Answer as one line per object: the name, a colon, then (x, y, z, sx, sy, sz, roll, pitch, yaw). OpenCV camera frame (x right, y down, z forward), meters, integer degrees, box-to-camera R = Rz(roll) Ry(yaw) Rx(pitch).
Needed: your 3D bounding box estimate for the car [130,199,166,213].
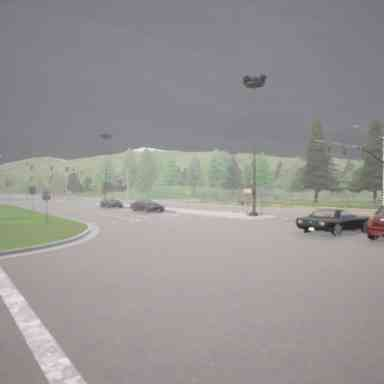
car: (-4.898, 1.484, 35.872, 2.033, 1.411, 5.357, 0, 0, -35)

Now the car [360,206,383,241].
car: (10.165, 1.354, 15.523, 4.553, 1.767, 2.097, 0, 0, -36)

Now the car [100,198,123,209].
car: (-10.662, 1.475, 44.022, 1.994, 1.385, 4.181, 0, 0, -35)

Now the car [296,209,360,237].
car: (7.859, 1.594, 18.175, 4.718, 1.301, 1.895, 0, 0, -36)
